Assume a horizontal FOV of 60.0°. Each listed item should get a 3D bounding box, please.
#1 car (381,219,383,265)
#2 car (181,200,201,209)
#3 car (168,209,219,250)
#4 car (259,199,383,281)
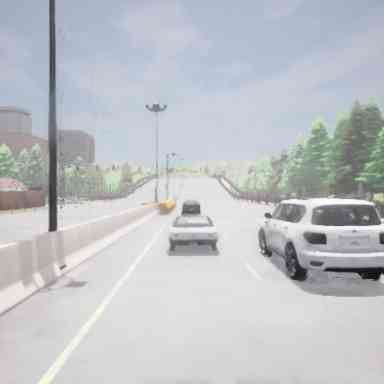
[{"bbox_3d":[7.108,1.523,7.860,2.033,1.411,5.357,0,0,-1],"label":"car"},{"bbox_3d":[-0.061,1.505,33.668,1.882,1.535,5.008,0,0,0],"label":"car"},{"bbox_3d":[0.042,1.612,14.413,1.895,1.301,4.718,0,0,0],"label":"car"},{"bbox_3d":[3.569,1.213,10.022,2.150,2.045,5.566,0,0,0],"label":"car"}]
